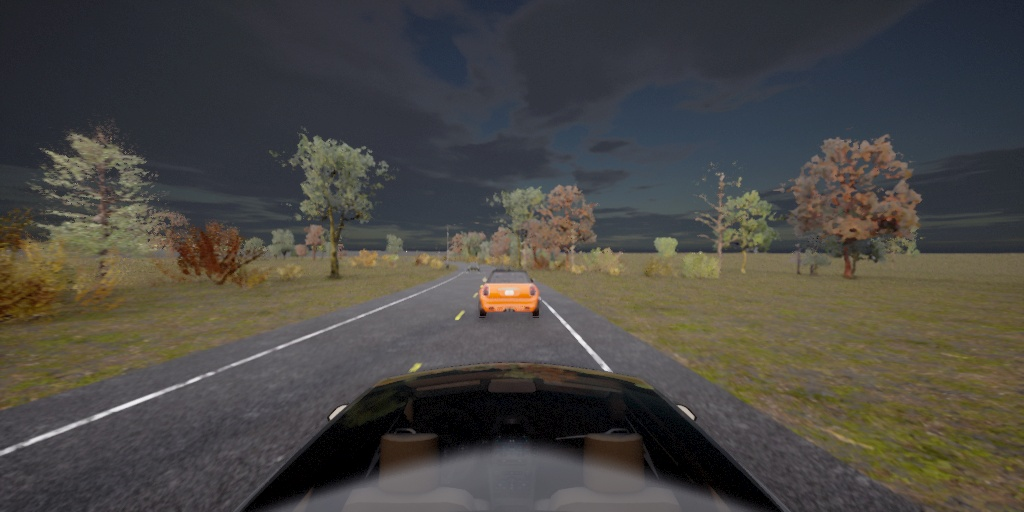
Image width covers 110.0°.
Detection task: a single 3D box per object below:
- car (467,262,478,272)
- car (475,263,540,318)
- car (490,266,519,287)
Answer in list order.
[{"bbox_3d":[-6.413,1.791,60.111,2.097,1.767,4.553,0,-1,-5],"label":"car"},{"bbox_3d":[-0.118,1.256,14.011,2.097,1.767,4.553,0,-1,-1],"label":"car"},{"bbox_3d":[-0.632,1.578,29.159,2.128,1.511,4.902,0,-1,-2],"label":"car"}]
